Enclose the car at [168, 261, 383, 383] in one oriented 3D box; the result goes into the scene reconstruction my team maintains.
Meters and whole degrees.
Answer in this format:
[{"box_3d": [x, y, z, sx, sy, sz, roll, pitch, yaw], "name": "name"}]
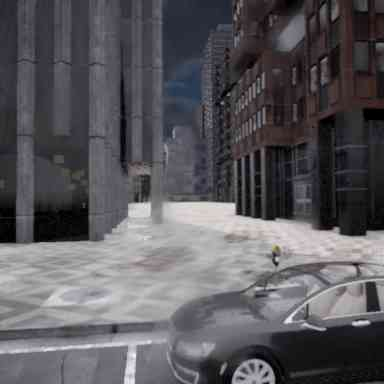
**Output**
[{"box_3d": [1.863, 1.689, 4.559, 4.403, 1.369, 2.008, 0, -2, -8], "name": "car"}]
